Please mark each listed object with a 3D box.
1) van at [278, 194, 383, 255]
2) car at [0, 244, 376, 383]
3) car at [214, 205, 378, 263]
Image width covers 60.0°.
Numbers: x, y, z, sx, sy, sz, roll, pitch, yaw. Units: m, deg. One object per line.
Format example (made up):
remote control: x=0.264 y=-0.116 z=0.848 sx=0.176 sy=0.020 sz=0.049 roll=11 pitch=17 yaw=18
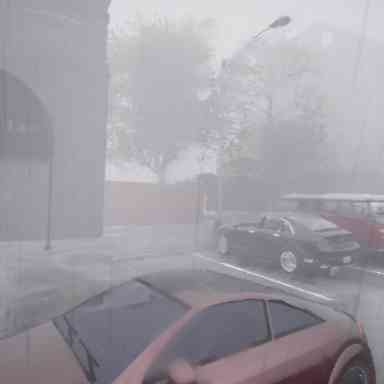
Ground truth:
van: x=5.008 y=1.056 z=11.460 sx=1.878 sy=1.987 sz=4.442 roll=-1 pitch=1 yaw=-30
car: x=-0.213 y=1.528 z=3.051 sx=4.181 sy=1.385 sz=1.994 roll=0 pitch=1 yaw=-34
car: x=2.535 y=1.341 z=10.138 sx=2.231 sy=1.521 sz=4.892 roll=-1 pitch=1 yaw=-30
